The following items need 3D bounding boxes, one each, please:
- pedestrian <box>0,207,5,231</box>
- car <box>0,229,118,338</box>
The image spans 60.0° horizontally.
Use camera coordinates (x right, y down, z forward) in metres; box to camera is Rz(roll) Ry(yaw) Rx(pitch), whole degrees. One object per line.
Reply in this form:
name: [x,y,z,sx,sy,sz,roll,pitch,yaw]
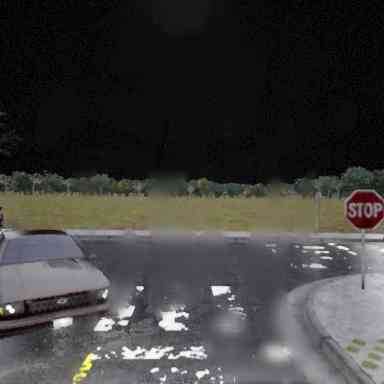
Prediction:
pedestrian: [-9.687,1.019,16.801,0.375,1.860,0.375,0,-1,0]
car: [-3.352,1.550,7.179,2.033,1.411,5.357,0,0,-33]
